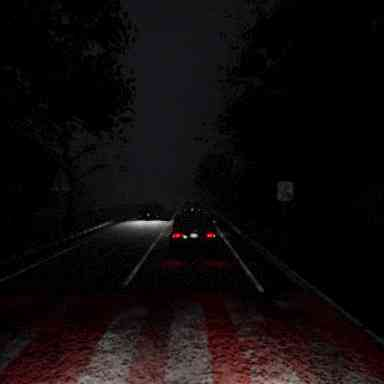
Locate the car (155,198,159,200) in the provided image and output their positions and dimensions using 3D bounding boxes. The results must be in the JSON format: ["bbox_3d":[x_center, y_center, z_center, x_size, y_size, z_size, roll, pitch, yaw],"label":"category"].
[{"bbox_3d":[-10.480,2.044,70.661,5.566,2.045,2.435,0,-2,0],"label":"car"}]

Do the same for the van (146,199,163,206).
[{"bbox_3d":[-10.437,2.899,92.855,4.442,1.987,1.878,0,-2,0],"label":"van"}]

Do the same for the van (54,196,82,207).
[{"bbox_3d":[-23.689,1.789,62.420,4.442,1.987,1.878,0,-2,0],"label":"van"}]

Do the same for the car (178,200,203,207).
[{"bbox_3d":[0.020,1.592,31.248,2.033,1.411,5.357,0,0,0],"label":"car"}]

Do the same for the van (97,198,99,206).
[{"bbox_3d":[-23.711,2.182,73.612,4.442,1.987,1.878,0,-2,0],"label":"van"}]

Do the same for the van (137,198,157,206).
[{"bbox_3d":[-10.642,2.380,78.983,4.442,1.987,1.878,0,-2,0],"label":"van"}]

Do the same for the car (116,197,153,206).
[{"bbox_3d":[-10.301,1.927,59.569,5.366,1.575,1.946,0,-2,0],"label":"car"}]

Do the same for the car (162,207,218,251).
[{"bbox_3d":[0.056,1.579,14.150,2.033,1.411,5.357,0,0,0],"label":"car"}]

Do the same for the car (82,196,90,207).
[{"bbox_3d":[-23.605,1.854,65.311,5.566,2.045,2.435,0,-2,0],"label":"car"}]

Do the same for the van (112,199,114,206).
[{"bbox_3d":[-23.739,2.700,87.454,4.442,1.987,1.878,0,-2,0],"label":"van"}]

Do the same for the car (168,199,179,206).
[{"bbox_3d":[-3.428,2.295,70.176,1.837,1.490,4.892,0,-2,0],"label":"car"}]

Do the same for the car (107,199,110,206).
[{"bbox_3d":[-23.606,2.718,81.909,5.008,1.535,2.097,0,-2,0],"label":"car"}]

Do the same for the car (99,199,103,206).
[{"bbox_3d":[-23.569,2.386,76.376,4.553,1.767,2.185,0,-2,0],"label":"car"}]

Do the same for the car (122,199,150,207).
[{"bbox_3d":[-10.497,2.011,62.336,4.892,1.521,2.231,0,-2,0],"label":"car"}]

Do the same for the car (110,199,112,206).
[{"bbox_3d":[-23.611,2.823,84.677,4.892,1.521,2.231,0,-2,0],"label":"car"}]

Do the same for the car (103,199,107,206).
[{"bbox_3d":[-23.600,2.610,79.015,5.008,1.535,2.097,0,-2,0],"label":"car"}]

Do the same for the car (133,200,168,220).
[{"bbox_3d":[-3.418,1.601,28.050,1.994,1.385,4.181,0,0,0],"label":"car"}]

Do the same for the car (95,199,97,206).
[{"bbox_3d":[-23.582,2.306,70.835,4.892,1.521,2.231,0,-2,0],"label":"car"}]

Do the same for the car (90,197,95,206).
[{"bbox_3d":[-23.398,2.200,68.070,5.366,1.575,1.946,0,-2,0],"label":"car"}]
